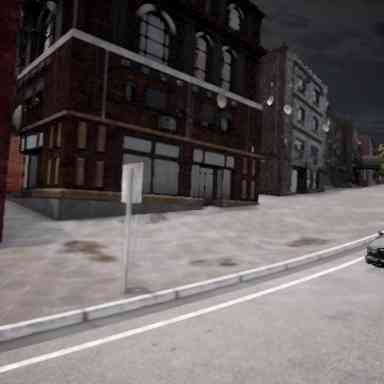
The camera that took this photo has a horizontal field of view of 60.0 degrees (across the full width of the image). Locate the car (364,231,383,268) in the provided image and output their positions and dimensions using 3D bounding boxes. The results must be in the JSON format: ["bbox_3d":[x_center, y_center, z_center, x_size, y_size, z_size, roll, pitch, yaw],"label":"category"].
[{"bbox_3d":[7.218,1.479,10.301,5.357,1.411,2.033,-1,1,-43],"label":"car"}]
